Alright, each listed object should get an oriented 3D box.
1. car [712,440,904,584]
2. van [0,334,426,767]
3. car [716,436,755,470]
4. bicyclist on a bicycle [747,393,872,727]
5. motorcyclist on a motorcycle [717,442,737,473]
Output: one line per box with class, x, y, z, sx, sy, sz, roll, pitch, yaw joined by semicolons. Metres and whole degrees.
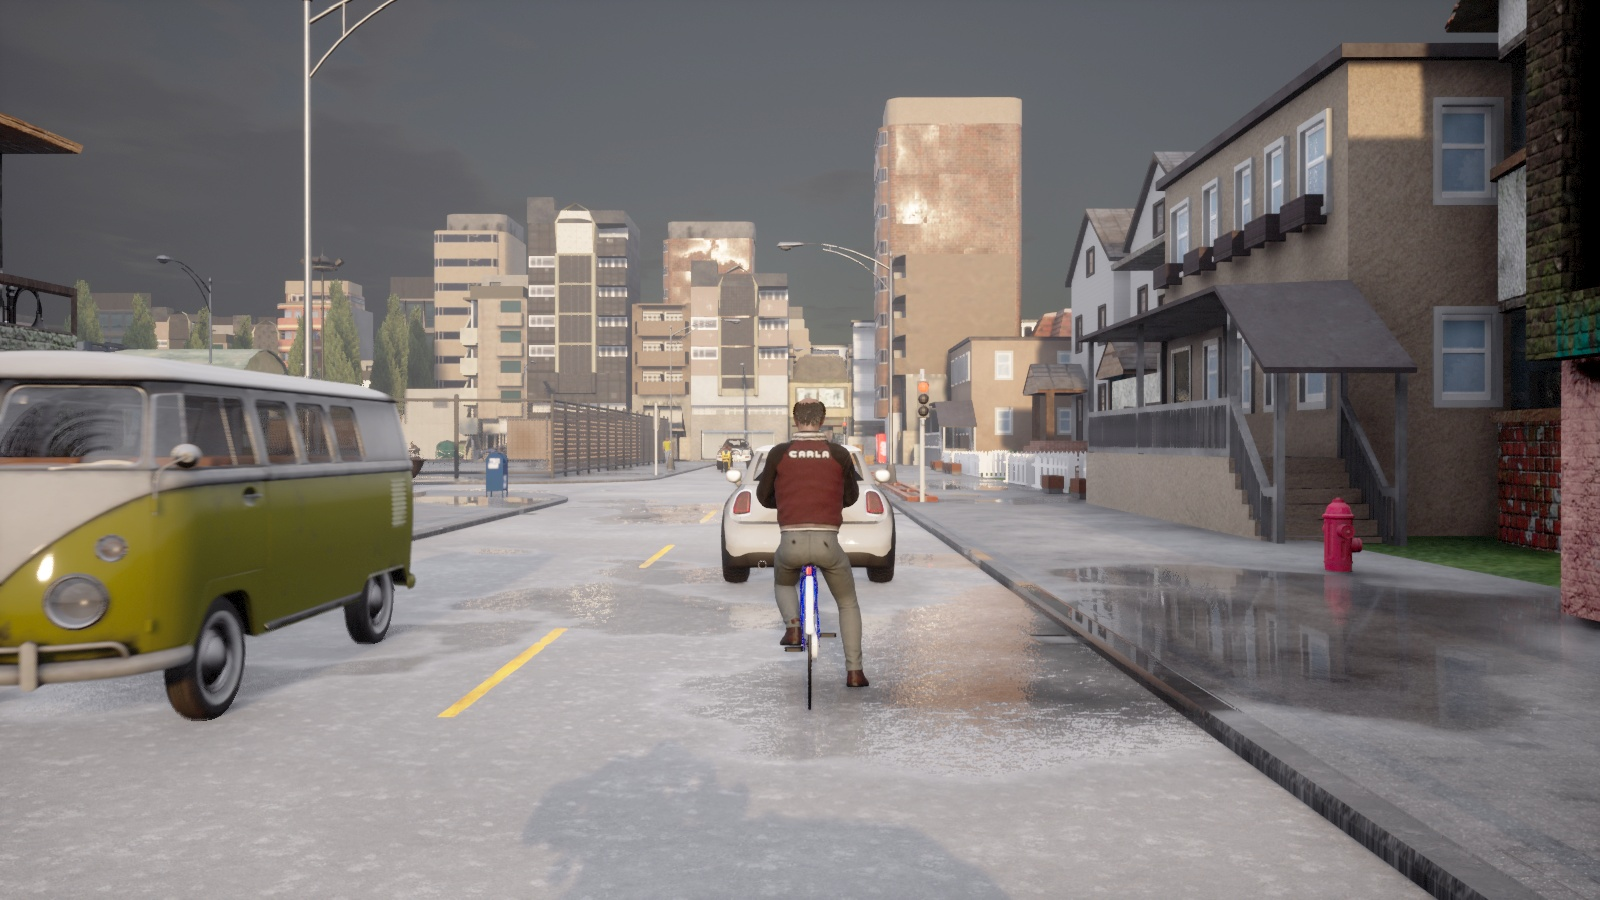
car;0.093;0.628;14.787;1.970;1.475;3.806;0;0;0
van;-3.942;0.451;7.986;1.775;1.987;4.442;0;0;0
car;-3.610;0.161;70.722;1.932;1.855;4.605;0;0;1
bicyclist on a bicycle;0.056;0.574;7.591;0.659;1.776;1.843;0;1;0
motorcyclist on a motorcycle;-3.636;0.372;62.667;0.797;1.523;2.044;0;0;2
